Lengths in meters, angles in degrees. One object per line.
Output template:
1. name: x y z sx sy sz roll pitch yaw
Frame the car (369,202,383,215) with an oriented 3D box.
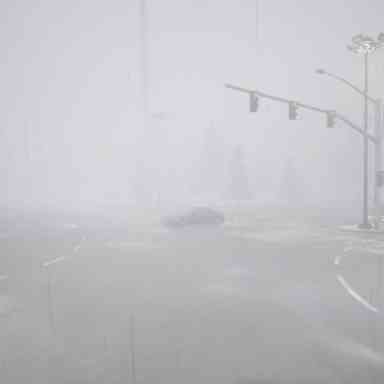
1. car: 22.313 1.905 38.232 5.008 1.535 1.882 -1 0 -36

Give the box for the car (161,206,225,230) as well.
1. car: 0.165 1.706 22.393 4.674 1.442 1.812 0 0 -35
